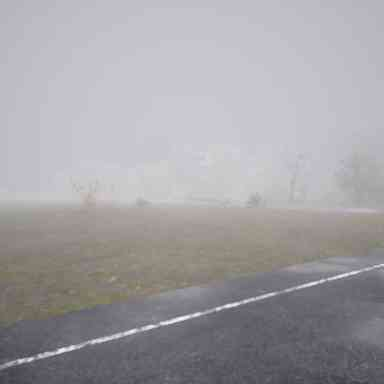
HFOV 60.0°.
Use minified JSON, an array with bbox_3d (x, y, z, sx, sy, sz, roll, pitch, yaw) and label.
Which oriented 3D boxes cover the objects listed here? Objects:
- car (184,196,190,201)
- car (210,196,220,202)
[{"bbox_3d":[0.150,1.258,72.650,1.812,1.442,4.674,0,0,-34],"label":"car"},{"bbox_3d":[3.988,1.463,66.975,1.895,1.301,4.718,0,0,-33],"label":"car"}]
